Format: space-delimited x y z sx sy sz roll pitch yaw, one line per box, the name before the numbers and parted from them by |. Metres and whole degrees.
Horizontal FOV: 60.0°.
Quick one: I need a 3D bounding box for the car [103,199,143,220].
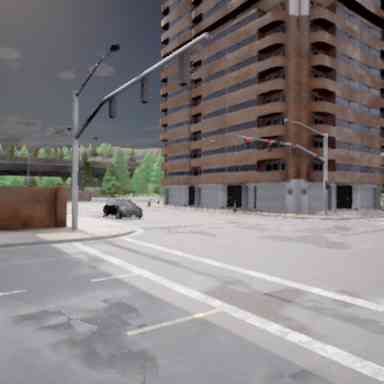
car | -6.059 1.390 28.993 2.097 1.767 4.553 0 -1 -36
